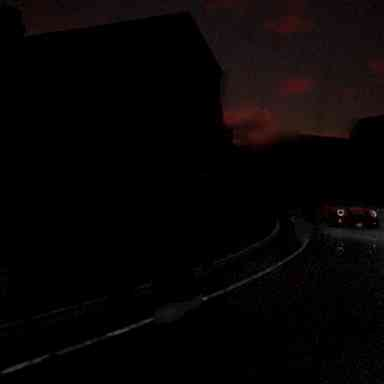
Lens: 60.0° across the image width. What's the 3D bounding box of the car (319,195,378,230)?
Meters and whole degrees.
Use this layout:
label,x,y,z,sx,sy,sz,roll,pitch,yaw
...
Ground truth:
label,x,y,z,sx,sy,sz,roll,pitch,yaw
car,8.749,1.031,18.931,2.097,1.767,4.553,1,2,9
